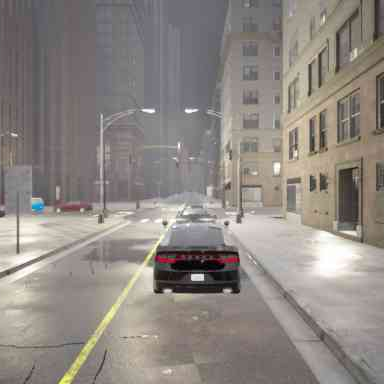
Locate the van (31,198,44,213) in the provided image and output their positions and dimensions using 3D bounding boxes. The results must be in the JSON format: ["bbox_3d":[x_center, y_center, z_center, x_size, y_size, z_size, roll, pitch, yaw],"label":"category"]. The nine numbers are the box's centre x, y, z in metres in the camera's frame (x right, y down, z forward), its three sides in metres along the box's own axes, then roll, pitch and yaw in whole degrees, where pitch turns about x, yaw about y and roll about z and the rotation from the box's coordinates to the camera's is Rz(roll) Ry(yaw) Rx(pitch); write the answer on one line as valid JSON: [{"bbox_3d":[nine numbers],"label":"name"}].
[{"bbox_3d":[-19.570,1.590,39.145,3.998,1.788,1.690,-1,0,0],"label":"van"}]

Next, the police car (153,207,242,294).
[{"bbox_3d":[0.110,1.427,8.938,1.930,1.638,5.238,0,0,0],"label":"police car"}]

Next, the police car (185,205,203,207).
[{"bbox_3d":[0.127,1.509,18.543,2.038,1.542,4.974,0,0,0],"label":"police car"}]

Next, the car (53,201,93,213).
[{"bbox_3d":[-13.943,1.726,39.120,4.507,1.381,1.887,-1,0,0],"label":"car"}]

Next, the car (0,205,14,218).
[{"bbox_3d":[-19.600,1.523,30.620,5.009,1.841,2.192,-1,0,0],"label":"car"}]
